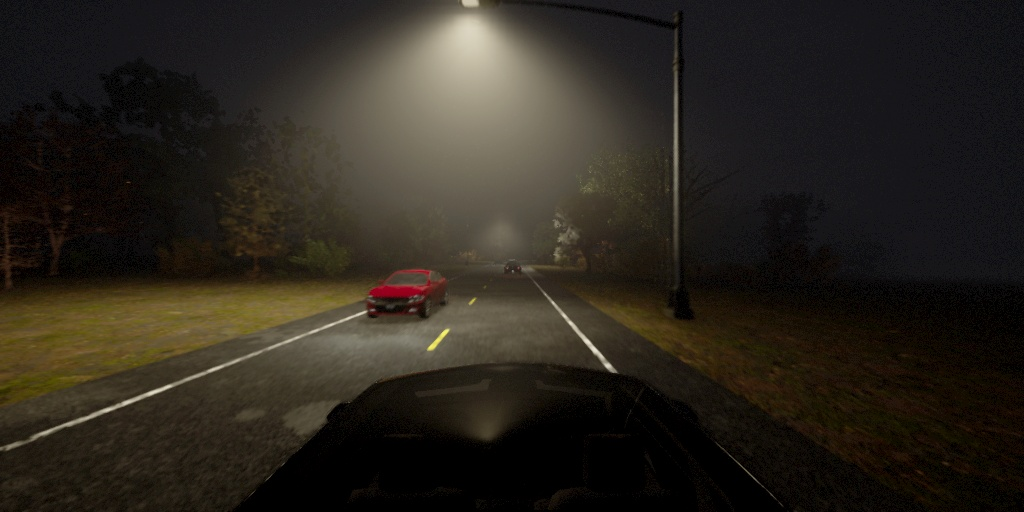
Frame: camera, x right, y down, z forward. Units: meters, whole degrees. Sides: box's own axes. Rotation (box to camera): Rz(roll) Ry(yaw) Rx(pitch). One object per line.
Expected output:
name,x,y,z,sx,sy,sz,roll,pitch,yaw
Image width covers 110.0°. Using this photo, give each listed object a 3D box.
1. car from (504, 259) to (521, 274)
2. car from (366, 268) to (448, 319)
car,0.103,1.378,41.456,1.895,1.301,4.718,0,0,0
car,-3.590,1.233,13.085,1.882,1.535,5.008,0,0,0
